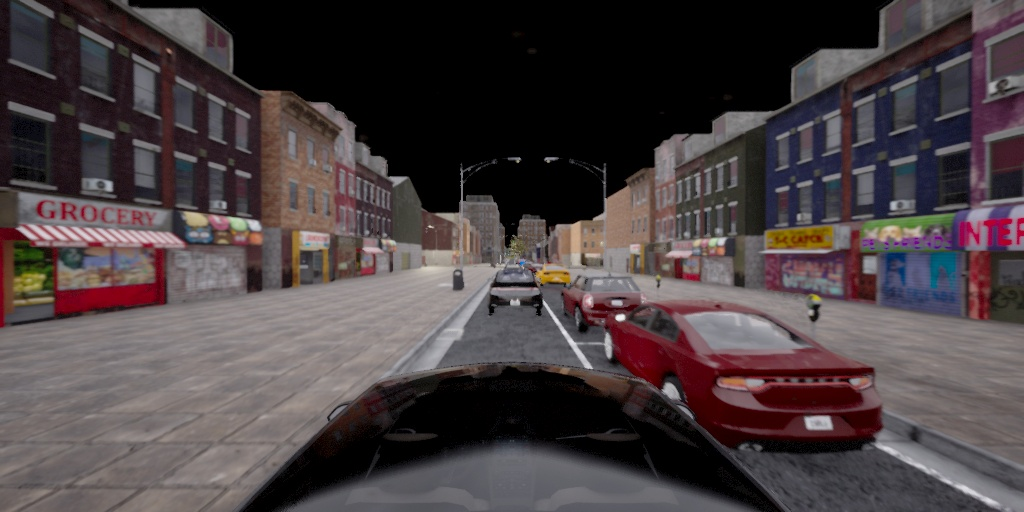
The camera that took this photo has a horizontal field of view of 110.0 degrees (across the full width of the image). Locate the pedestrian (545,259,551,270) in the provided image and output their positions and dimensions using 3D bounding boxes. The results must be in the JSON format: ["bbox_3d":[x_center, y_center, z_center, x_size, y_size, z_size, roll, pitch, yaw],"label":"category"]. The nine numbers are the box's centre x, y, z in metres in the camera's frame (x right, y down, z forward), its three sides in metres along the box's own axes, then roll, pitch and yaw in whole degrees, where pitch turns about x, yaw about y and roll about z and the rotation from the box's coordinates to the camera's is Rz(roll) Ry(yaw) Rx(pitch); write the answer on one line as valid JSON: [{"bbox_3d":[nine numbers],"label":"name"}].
[{"bbox_3d":[2.762,1.096,27.587,0.375,1.860,0.375,-1,0,0],"label":"pedestrian"}]

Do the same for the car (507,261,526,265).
[{"bbox_3d":[0.115,1.432,34.932,1.895,1.301,4.718,0,0,0],"label":"car"}]

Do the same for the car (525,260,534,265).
[{"bbox_3d":[2.654,1.394,39.060,1.888,1.381,4.507,0,0,0],"label":"car"}]

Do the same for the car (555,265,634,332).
[{"bbox_3d":[2.641,1.199,10.933,1.967,1.591,4.097,0,0,0],"label":"car"}]

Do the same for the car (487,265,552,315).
[{"bbox_3d":[0.105,1.256,13.601,2.128,1.511,4.902,0,0,0],"label":"car"}]

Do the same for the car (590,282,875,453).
[{"bbox_3d":[2.639,1.298,5.308,1.888,1.381,4.507,0,0,0],"label":"car"}]

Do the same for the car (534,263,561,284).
[{"bbox_3d":[2.760,1.271,24.592,1.882,1.535,5.008,0,0,0],"label":"car"}]

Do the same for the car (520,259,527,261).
[{"bbox_3d":[2.661,1.502,55.935,2.007,1.370,4.403,0,0,0],"label":"car"}]
